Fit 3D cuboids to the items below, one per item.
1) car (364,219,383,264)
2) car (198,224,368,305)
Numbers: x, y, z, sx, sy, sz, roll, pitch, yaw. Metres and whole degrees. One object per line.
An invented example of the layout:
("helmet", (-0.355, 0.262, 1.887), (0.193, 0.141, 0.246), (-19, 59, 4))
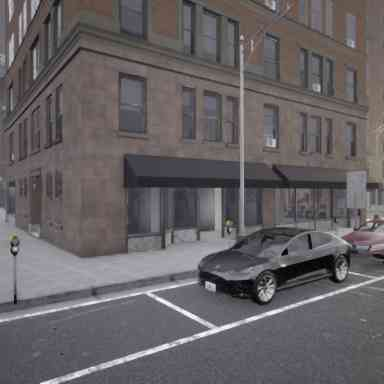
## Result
("car", (6.606, 1.582, 11.321), (4.206, 1.307, 1.802), (0, 0, -36))
("car", (2.145, 1.566, 8.102), (4.313, 1.339, 1.947), (0, 0, -36))
